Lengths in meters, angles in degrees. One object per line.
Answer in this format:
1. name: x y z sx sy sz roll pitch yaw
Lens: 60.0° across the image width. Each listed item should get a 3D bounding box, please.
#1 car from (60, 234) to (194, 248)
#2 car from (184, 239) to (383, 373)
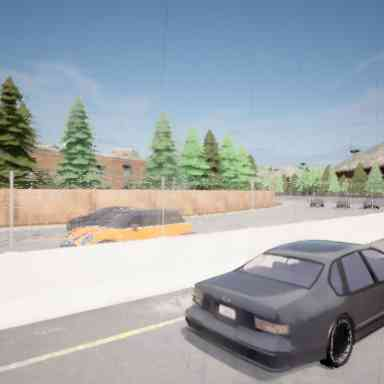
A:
1. car: -2.093 1.398 11.485 4.553 1.767 2.097 0 0 -39
2. car: 2.404 1.565 5.787 5.357 1.411 2.033 0 0 -39
